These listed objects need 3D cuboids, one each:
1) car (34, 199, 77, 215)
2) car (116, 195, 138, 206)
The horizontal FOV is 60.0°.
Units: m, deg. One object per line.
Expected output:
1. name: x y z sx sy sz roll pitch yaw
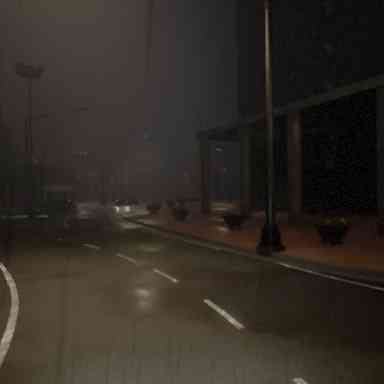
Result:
1. car: -13.857 1.496 33.966 1.837 1.490 4.892 0 0 19
2. car: -9.816 1.199 50.372 2.097 1.767 4.553 -1 0 12
